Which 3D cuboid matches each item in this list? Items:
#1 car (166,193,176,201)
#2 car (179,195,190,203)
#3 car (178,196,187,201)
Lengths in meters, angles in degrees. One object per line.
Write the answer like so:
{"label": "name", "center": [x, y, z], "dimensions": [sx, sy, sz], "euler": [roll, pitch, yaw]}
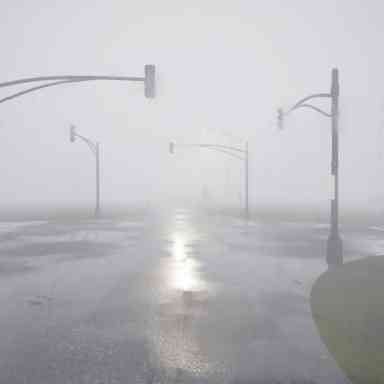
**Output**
{"label": "car", "center": [-4.617, 1.013, 73.981], "dimensions": [2.097, 1.767, 4.553], "euler": [0, 0, -3]}
{"label": "car", "center": [-1.630, 1.384, 69.889], "dimensions": [2.097, 1.767, 4.553], "euler": [0, 0, -3]}
{"label": "car", "center": [-2.234, 1.559, 79.963], "dimensions": [1.895, 1.301, 4.718], "euler": [0, 0, -4]}
